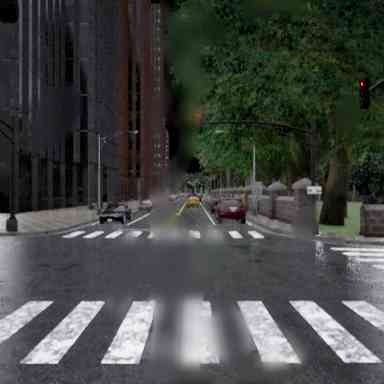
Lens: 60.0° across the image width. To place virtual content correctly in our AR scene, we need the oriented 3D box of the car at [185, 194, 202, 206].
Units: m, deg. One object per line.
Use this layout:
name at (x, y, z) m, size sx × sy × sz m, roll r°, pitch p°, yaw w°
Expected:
car at (0.223, 1.540, 55.251) m, size 1.882 × 1.535 × 5.008 m, roll 0°, pitch 0°, yaw 0°

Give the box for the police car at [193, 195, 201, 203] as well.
police car at (1.138, 1.521, 75.988) m, size 1.930 × 1.638 × 5.238 m, roll 0°, pitch 0°, yaw 0°

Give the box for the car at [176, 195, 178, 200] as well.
car at (-5.479, 1.564, 90.719) m, size 1.967 × 1.590 × 4.097 m, roll 0°, pitch 0°, yaw 0°

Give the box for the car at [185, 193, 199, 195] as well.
car at (0.204, 1.299, 65.377) m, size 2.150 × 2.045 × 5.566 m, roll 0°, pitch 0°, yaw 0°

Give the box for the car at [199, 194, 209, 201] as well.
car at (3.029, 1.428, 85.238) m, size 2.192 × 1.841 × 5.009 m, roll 0°, pitch 0°, yaw 0°

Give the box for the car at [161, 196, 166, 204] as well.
car at (-5.599, 1.640, 52.519) m, size 1.802 × 1.307 × 4.206 m, roll 0°, pitch 0°, yaw 0°

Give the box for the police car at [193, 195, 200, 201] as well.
police car at (1.188, 1.552, 91.989) m, size 1.930 × 1.638 × 5.238 m, roll 0°, pitch 0°, yaw 0°

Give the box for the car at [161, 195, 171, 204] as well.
car at (-5.565, 1.656, 63.434) m, size 1.802 × 1.307 × 4.206 m, roll 0°, pitch 0°, yaw 0°

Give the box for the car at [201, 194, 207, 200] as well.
car at (2.926, 1.498, 52.499) m, size 1.967 × 1.590 × 4.097 m, roll 0°, pitch 0°, yaw 0°

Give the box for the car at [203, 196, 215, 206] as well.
car at (2.943, 1.506, 57.956) m, size 1.967 × 1.590 × 4.097 m, roll 0°, pitch 0°, yaw 0°

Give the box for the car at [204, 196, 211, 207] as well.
car at (2.892, 1.593, 41.586) m, size 2.008 × 1.369 × 4.403 m, roll 0°, pitch 0°, yaw 0°

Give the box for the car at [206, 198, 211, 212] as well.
car at (2.875, 1.600, 36.129) m, size 1.947 × 1.339 × 4.313 m, roll 0°, pitch 0°, yaw 0°

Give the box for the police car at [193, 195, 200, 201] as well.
police car at (1.151, 1.540, 85.988) m, size 1.930 × 1.638 × 5.238 m, roll 0°, pitch 0°, yaw 0°

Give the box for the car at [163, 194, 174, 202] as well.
car at (-5.547, 1.398, 68.891) m, size 2.192 × 1.841 × 5.009 m, roll 0°, pitch 0°, yaw 0°

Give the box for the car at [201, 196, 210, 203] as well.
car at (2.995, 1.618, 74.495) m, size 1.752 × 1.417 × 4.829 m, roll 0°, pitch 0°, yaw 0°

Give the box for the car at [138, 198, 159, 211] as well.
car at (-5.633, 1.593, 41.605) m, size 2.008 × 1.369 × 4.403 m, roll 0°, pitch 0°, yaw 0°

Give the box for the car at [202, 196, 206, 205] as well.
car at (2.909, 1.601, 47.043) m, size 2.008 × 1.369 × 4.403 m, roll 0°, pitch 0°, yaw 0°

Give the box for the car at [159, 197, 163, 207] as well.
car at (-5.616, 1.632, 47.062) m, size 1.802 × 1.307 × 4.206 m, roll 0°, pitch 0°, yaw 0°

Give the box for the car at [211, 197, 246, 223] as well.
car at (2.841, 1.334, 25.217) m, size 2.192 × 1.841 × 5.009 m, roll 0°, pitch 0°, yaw 0°

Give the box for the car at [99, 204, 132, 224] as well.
car at (-5.685, 1.585, 25.234) m, size 1.947 × 1.339 × 4.313 m, roll 0°, pitch 0°, yaw 0°
